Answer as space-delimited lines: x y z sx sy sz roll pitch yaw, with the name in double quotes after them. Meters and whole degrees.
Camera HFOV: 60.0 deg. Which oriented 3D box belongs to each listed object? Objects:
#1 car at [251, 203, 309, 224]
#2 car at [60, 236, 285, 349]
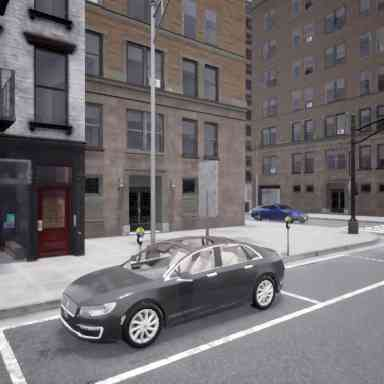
6.634 1.611 25.597 1.812 1.442 4.674 0 0 -39 "car"
-0.102 1.551 6.180 4.403 1.369 2.008 0 0 -37 "car"
